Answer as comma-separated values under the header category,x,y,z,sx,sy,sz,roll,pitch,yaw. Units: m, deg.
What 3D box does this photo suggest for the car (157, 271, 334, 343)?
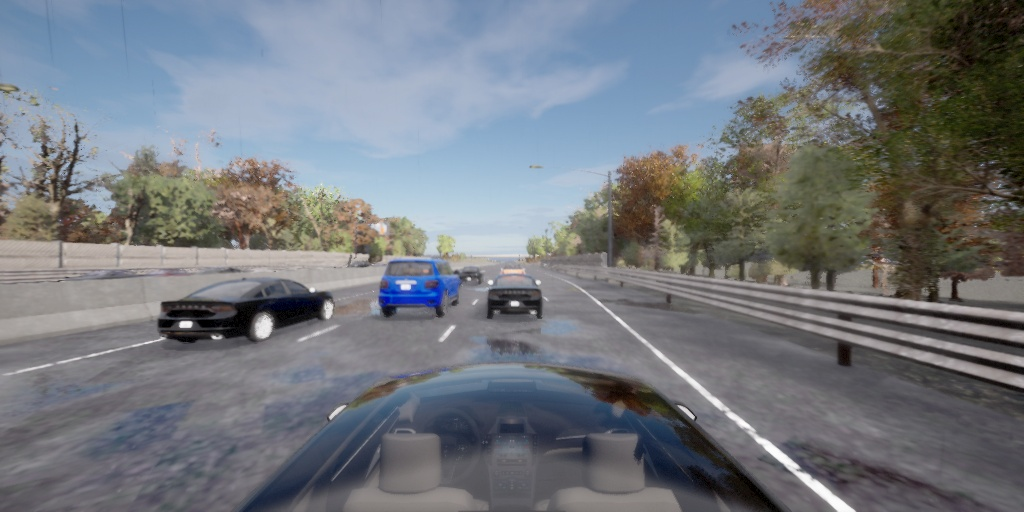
category,x,y,z,sx,sy,sz,roll,pitch,yaw
car,-6.904,1.334,10.074,1.882,1.535,5.008,0,-1,0

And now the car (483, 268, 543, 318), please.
category,x,y,z,sx,sy,sz,roll,pitch,yaw
car,0.099,1.380,13.718,1.882,1.535,5.008,0,-1,0

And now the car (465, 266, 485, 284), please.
category,x,y,z,sx,sy,sz,roll,pitch,yaw
car,-3.400,1.635,31.016,1.837,1.490,4.892,0,-1,0

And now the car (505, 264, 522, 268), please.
category,x,y,z,sx,sy,sz,roll,pitch,yaw
car,0.098,1.478,30.699,2.097,1.767,4.553,0,-1,0

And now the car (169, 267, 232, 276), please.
category,x,y,z,sx,sy,sz,roll,pitch,yaw
car,-21.097,1.566,25.640,1.837,1.490,4.892,0,-1,0

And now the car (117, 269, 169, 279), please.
category,x,y,z,sx,sy,sz,roll,pitch,yaw
car,-24.597,1.623,25.460,1.994,1.385,4.181,0,-1,0

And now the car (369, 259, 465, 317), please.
category,x,y,z,sx,sy,sz,roll,pitch,yaw
car,-3.401,1.130,14.192,2.150,2.045,5.566,0,-1,0

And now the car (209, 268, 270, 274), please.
category,x,y,z,sx,sy,sz,roll,pitch,yaw
car,-17.600,1.645,24.461,1.895,1.301,4.718,0,-1,0

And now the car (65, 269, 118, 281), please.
category,x,y,z,sx,sy,sz,roll,pitch,yaw
car,-27.805,1.612,24.628,1.994,1.385,4.181,0,-1,-2
